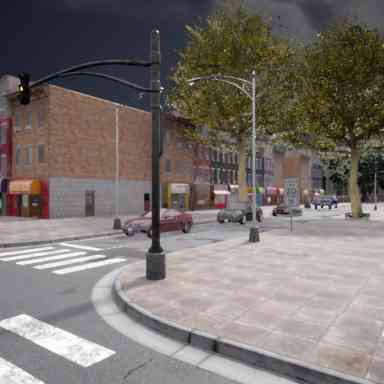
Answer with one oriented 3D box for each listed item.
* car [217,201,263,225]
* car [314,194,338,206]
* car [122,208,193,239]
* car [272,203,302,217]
[{"bbox_3d":[3.812,1.511,25.972,2.097,1.767,4.553,0,-1,36],"label":"car"},{"bbox_3d":[18.803,1.325,46.501,2.150,2.045,5.566,0,-1,36],"label":"car"},{"bbox_3d":[-1.718,1.617,18.336,1.812,1.442,4.674,0,-1,35],"label":"car"},{"bbox_3d":[9.770,1.804,34.178,1.994,1.385,4.181,0,-1,36],"label":"car"}]
